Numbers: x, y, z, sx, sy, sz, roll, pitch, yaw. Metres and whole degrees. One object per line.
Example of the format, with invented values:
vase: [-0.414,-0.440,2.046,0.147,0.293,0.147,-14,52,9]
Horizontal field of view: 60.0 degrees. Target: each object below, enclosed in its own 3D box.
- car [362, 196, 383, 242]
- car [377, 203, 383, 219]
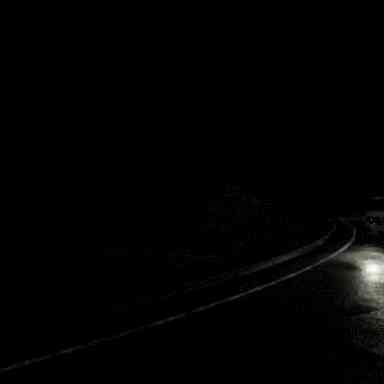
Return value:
car: [9.557,1.213,16.018,2.150,2.045,5.566,0,0,28]
car: [17.923,1.704,29.217,1.994,1.385,4.181,0,-1,16]
